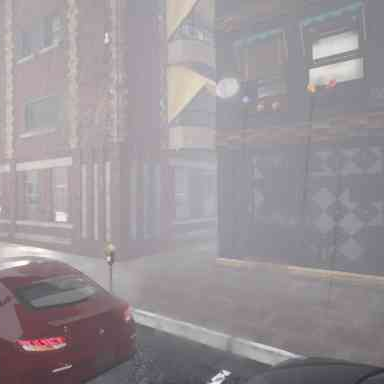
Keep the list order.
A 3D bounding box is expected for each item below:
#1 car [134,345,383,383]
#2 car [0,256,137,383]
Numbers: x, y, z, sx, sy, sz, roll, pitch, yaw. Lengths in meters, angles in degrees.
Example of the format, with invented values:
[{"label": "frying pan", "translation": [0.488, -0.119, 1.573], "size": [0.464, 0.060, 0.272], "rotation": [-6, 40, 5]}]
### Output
[{"label": "car", "translation": [2.006, 1.566, 1.418], "size": [4.313, 1.339, 1.947], "rotation": [0, -1, 35]}, {"label": "car", "translation": [-2.603, 1.583, 4.698], "size": [4.206, 1.307, 1.802], "rotation": [0, -1, 35]}]
